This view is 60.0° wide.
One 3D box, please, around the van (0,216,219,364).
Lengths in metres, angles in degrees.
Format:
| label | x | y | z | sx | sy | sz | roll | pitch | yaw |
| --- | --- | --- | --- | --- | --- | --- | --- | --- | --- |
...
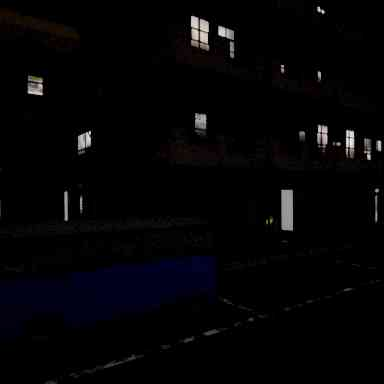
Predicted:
| label | x | y | z | sx | sy | sz | roll | pitch | yaw |
| --- | --- | --- | --- | --- | --- | --- | --- | --- | --- |
| van | -1.431 | 1.341 | 5.550 | 3.998 | 1.788 | 1.690 | 0 | 0 | -35 |
